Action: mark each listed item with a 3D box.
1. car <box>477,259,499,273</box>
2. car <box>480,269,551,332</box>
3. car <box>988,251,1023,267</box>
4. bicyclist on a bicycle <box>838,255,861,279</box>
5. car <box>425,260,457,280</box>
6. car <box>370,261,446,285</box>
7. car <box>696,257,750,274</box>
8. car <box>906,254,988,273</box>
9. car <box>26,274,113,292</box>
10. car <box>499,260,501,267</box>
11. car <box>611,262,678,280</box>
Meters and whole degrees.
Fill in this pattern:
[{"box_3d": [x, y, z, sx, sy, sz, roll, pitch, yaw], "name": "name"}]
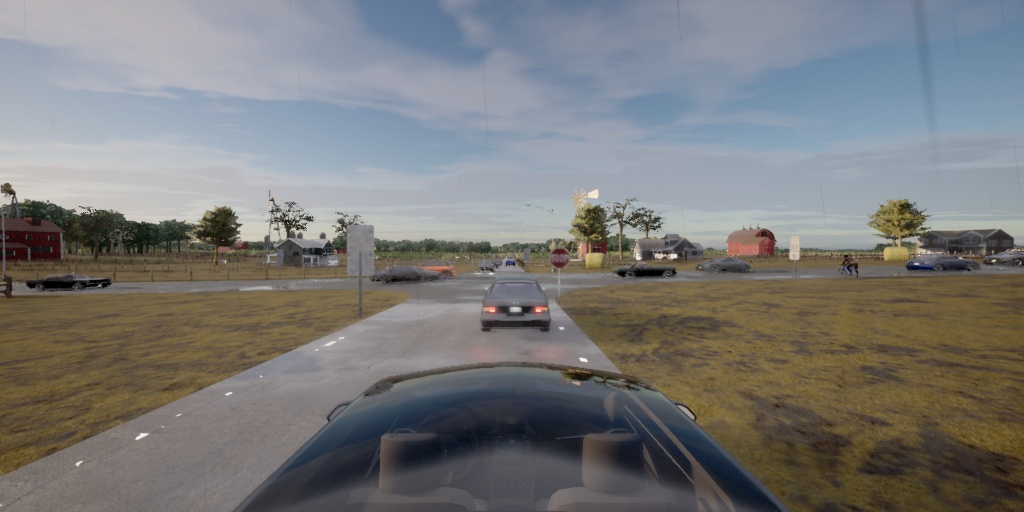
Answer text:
[{"box_3d": [-3.127, 1.261, 44.689, 1.837, 1.490, 4.892, 0, 0, 3], "name": "car"}, {"box_3d": [0.100, 1.294, 10.835, 2.033, 1.411, 5.357, 0, 0, 0], "name": "car"}, {"box_3d": [44.910, 0.217, 31.926, 4.181, 1.385, 1.994, -1, 1, 0], "name": "car"}, {"box_3d": [22.825, 0.745, 24.314, 0.582, 1.620, 1.656, -1, 0, 0], "name": "bicyclist on a bicycle"}, {"box_3d": [-7.295, 1.186, 31.847, 4.553, 1.767, 2.097, 0, 1, 0], "name": "car"}, {"box_3d": [-8.243, 1.442, 28.142, 5.357, 1.411, 2.033, -2, 0, 0], "name": "car"}, {"box_3d": [18.726, 0.813, 31.897, 4.181, 1.385, 1.994, -1, 1, 0], "name": "car"}, {"box_3d": [33.866, 0.535, 28.234, 4.181, 1.385, 1.994, -1, 1, 0], "name": "car"}, {"box_3d": [-34.499, 2.032, 28.074, 4.718, 1.301, 1.895, -1, 1, 0], "name": "car"}, {"box_3d": [-3.098, 1.370, 55.964, 1.895, 1.301, 4.718, 0, 0, 0], "name": "car"}, {"box_3d": [10.353, 1.112, 28.185, 4.718, 1.301, 1.895, -1, 1, 0], "name": "car"}]
